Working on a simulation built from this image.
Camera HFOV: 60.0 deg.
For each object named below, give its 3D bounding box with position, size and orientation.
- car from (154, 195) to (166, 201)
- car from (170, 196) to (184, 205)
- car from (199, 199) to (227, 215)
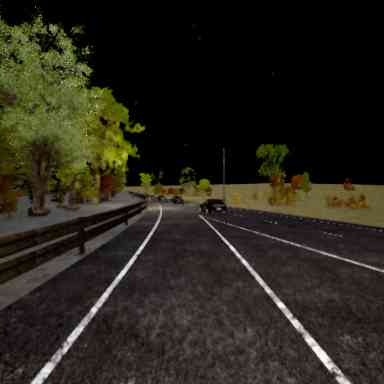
[{"bbox_3d":[-7.416,1.513,80.619,1.812,1.442,4.674,0,0,-11],"label":"car"},{"bbox_3d":[-2.625,1.490,56.988,1.837,1.490,4.892,0,0,-11],"label":"car"},{"bbox_3d":[2.070,1.455,33.838,1.882,1.535,5.008,0,0,-11],"label":"car"}]
